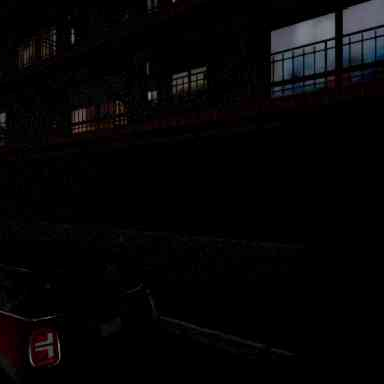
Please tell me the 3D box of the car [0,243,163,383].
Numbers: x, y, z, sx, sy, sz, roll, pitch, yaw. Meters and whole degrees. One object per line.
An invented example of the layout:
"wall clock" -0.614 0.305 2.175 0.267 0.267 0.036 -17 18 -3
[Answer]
"car" -2.424 1.440 4.609 4.097 1.590 1.967 0 0 36

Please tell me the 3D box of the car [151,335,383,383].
"car" 2.164 1.545 1.334 4.507 1.381 1.887 0 0 36
